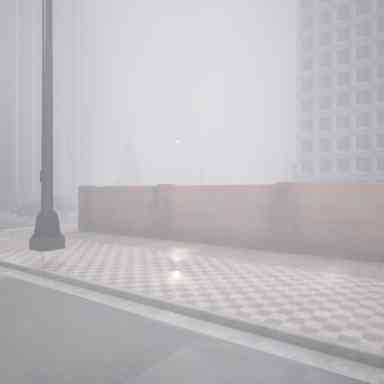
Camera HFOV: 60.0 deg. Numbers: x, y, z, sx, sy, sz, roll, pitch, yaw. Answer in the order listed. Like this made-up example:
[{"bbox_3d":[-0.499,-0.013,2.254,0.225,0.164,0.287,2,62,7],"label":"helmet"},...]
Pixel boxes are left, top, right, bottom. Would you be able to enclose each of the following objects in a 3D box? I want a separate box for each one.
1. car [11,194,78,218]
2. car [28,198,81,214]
[{"bbox_3d":[-13.778,1.221,31.164,2.150,2.045,5.566,0,0,35],"label":"car"},{"bbox_3d":[-14.736,1.478,35.885,1.882,1.535,5.008,0,0,35],"label":"car"}]
